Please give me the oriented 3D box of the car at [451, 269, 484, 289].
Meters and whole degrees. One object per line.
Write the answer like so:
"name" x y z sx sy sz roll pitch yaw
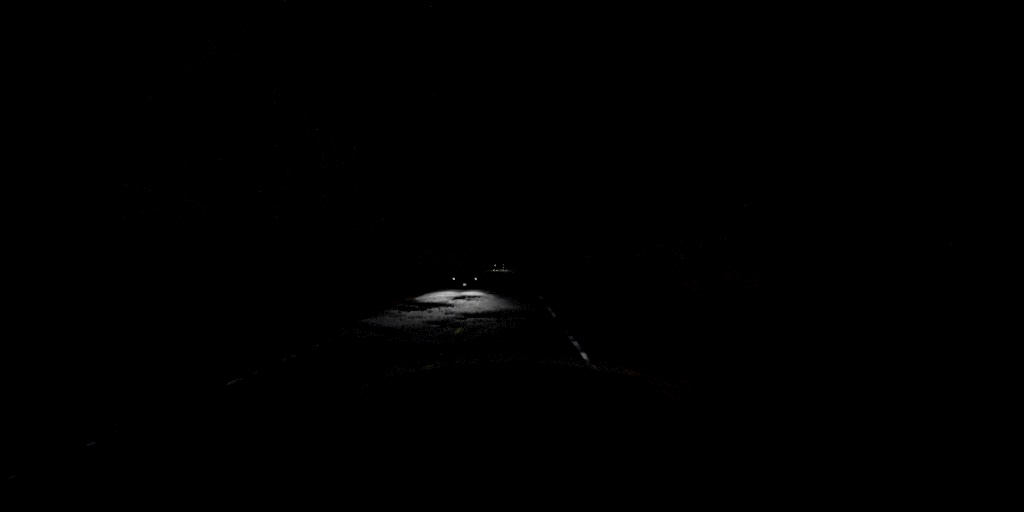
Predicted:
"car" -3.095 1.595 25.659 1.895 1.301 4.718 0 -1 0
